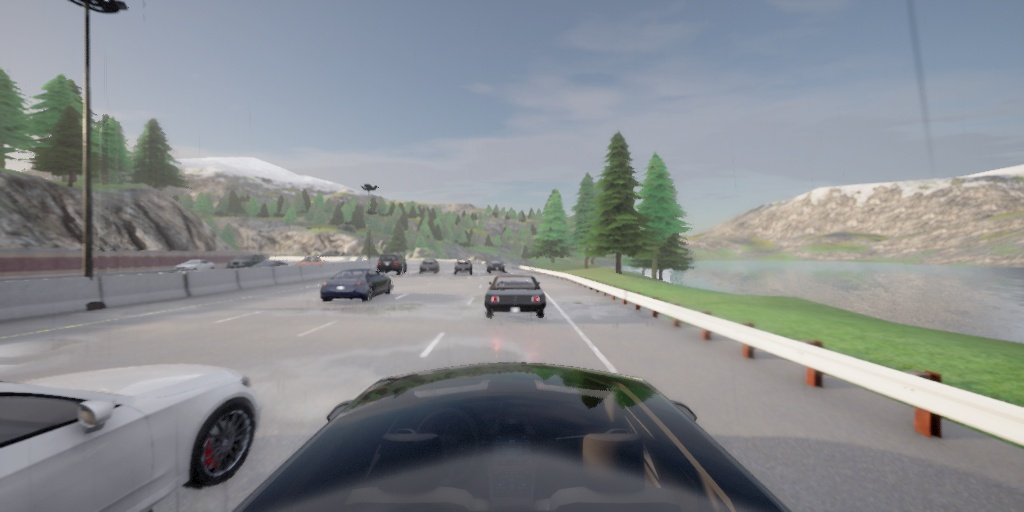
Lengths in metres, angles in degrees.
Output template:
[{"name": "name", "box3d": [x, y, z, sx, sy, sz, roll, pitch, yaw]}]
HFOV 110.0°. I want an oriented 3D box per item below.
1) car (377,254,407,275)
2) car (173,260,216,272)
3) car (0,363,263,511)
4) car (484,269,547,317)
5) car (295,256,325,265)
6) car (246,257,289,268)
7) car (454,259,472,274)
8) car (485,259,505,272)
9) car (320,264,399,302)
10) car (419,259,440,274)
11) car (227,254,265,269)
[{"name": "car", "box3d": [-11.879, 0.818, 35.665, 2.150, 2.045, 5.566, 0, 0, -8]}, {"name": "car", "box3d": [-33.901, 1.109, 38.466, 1.812, 1.442, 4.674, 0, 0, -10]}, {"name": "car", "box3d": [-3.403, 1.276, 1.621, 1.812, 1.442, 4.674, 0, 0, 0]}, {"name": "car", "box3d": [0.086, 1.300, 12.861, 1.895, 1.301, 4.718, 0, 0, 0]}, {"name": "car", "box3d": [-24.046, 0.916, 42.775, 2.097, 1.767, 4.553, 0, 0, -11]}, {"name": "car", "box3d": [-27.120, 1.121, 40.509, 2.033, 1.411, 5.357, 0, 0, -10]}, {"name": "car", "box3d": [-5.215, 1.076, 38.294, 2.128, 1.511, 4.902, 0, 0, -8]}, {"name": "car", "box3d": [-1.919, 1.101, 39.980, 1.812, 1.442, 4.674, 0, 0, -9]}, {"name": "car", "box3d": [-6.970, 1.247, 16.504, 1.994, 1.385, 4.181, 0, 0, -1]}, {"name": "car", "box3d": [-8.772, 1.076, 38.306, 2.128, 1.511, 4.902, 0, 0, -9]}, {"name": "car", "box3d": [-31.064, 0.785, 42.307, 2.150, 2.045, 5.566, 0, 1, -11]}]
